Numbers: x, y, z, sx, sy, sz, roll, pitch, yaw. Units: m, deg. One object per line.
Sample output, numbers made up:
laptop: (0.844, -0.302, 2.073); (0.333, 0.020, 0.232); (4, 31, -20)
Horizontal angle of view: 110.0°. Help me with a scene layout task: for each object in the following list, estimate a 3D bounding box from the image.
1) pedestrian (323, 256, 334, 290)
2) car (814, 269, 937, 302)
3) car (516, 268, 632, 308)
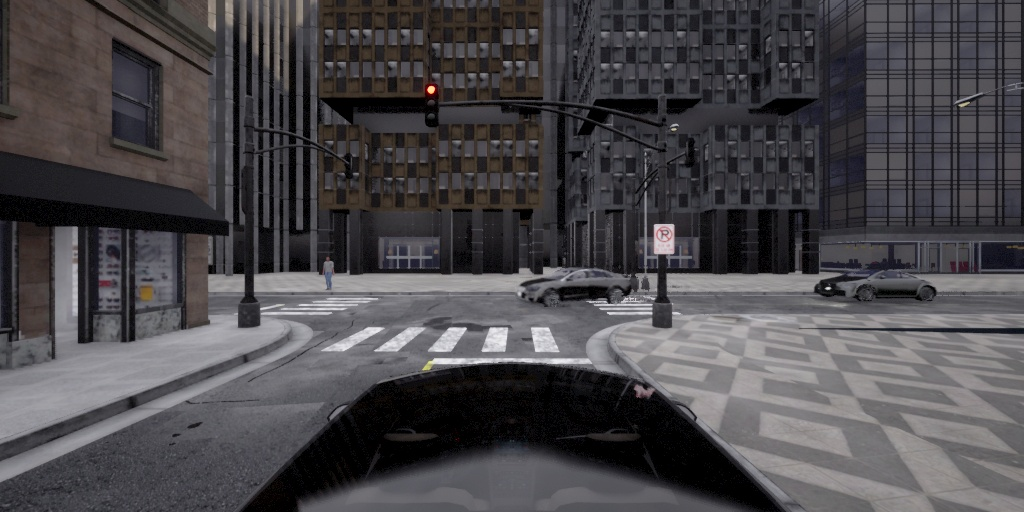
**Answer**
pedestrian: (-9.929, 0.902, 19.486); (0.375, 1.860, 0.375); (0, 0, 0)
car: (16.353, 1.289, 16.276); (4.181, 1.385, 1.994); (0, 0, 0)
car: (2.614, 1.235, 14.933); (4.902, 1.511, 2.128); (0, 0, -19)
